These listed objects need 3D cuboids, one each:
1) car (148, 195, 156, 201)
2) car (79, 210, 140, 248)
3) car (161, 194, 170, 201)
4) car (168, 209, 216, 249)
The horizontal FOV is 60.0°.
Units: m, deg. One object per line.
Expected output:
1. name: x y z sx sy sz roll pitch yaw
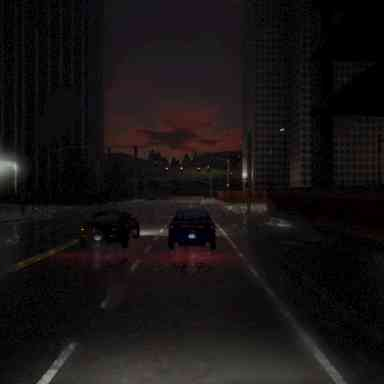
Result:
1. car: -10.500 1.470 87.745 1.882 1.535 5.008 0 0 0
2. car: -3.500 1.531 14.650 1.812 1.442 4.674 0 0 0
3. car: -7.000 1.348 87.775 2.097 1.767 4.553 0 0 0
4. car: 0.000 1.483 14.650 1.882 1.535 5.008 0 0 0
